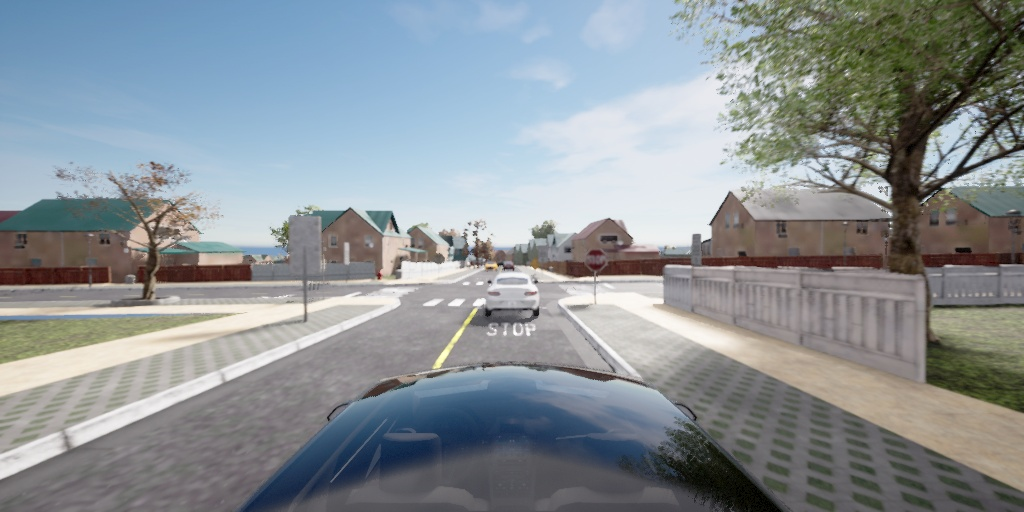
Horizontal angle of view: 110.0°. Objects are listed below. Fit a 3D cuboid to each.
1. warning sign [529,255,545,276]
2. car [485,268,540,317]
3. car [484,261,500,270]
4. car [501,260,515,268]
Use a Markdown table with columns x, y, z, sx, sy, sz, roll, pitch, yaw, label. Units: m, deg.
| x | y | z | sx | sy | sz | roll | pitch | yaw | label |
| --- | --- | --- | --- | --- | --- | --- | --- | --- | --- |
| 2.352 | 1.064 | 36.238 | 1.300 | 1.860 | 1.060 | 0 | 0 | -1 | warning sign |
| 0.029 | 1.323 | 13.379 | 1.812 | 1.442 | 4.674 | 0 | 0 | 1 | car |
| -3.285 | 1.617 | 56.658 | 1.882 | 1.535 | 5.008 | 0 | -1 | 0 | car |
| -0.546 | 1.750 | 63.959 | 1.812 | 1.442 | 4.674 | 0 | -1 | 0 | car |
